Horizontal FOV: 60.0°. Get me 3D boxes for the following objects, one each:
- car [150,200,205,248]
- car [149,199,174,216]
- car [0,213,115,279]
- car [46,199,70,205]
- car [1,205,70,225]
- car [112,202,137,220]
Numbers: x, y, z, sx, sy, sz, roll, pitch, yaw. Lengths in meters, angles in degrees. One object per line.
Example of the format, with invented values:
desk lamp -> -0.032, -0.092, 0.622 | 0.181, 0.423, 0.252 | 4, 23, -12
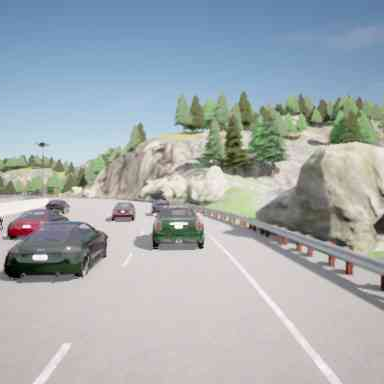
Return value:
car -> -0.674, 1.358, 14.948 | 2.097, 1.767, 4.553 | 0, 0, -5
car -> -3.135, 1.507, 33.681 | 2.128, 1.511, 4.902 | 0, 0, -10
car -> -3.834, 1.574, 10.160 | 1.994, 1.385, 4.181 | 0, 0, -3
car -> -14.046, 1.542, 34.855 | 1.837, 1.490, 4.892 | 0, 0, -11
car -> -7.934, 1.584, 17.575 | 1.994, 1.385, 4.181 | 0, 0, -6
car -> -5.704, 1.567, 28.074 | 2.033, 1.411, 5.357 | 0, 0, -9
